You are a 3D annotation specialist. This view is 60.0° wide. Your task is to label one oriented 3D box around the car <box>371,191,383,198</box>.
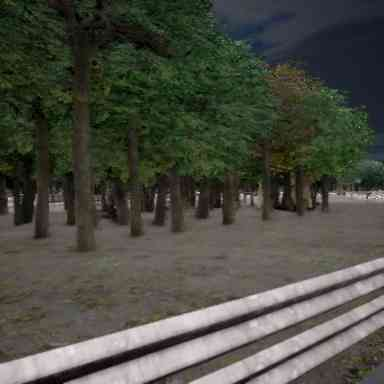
[{"bbox_3d":[37.849,0.664,67.852,2.097,1.767,4.553,0,1,16],"label":"car"}]
